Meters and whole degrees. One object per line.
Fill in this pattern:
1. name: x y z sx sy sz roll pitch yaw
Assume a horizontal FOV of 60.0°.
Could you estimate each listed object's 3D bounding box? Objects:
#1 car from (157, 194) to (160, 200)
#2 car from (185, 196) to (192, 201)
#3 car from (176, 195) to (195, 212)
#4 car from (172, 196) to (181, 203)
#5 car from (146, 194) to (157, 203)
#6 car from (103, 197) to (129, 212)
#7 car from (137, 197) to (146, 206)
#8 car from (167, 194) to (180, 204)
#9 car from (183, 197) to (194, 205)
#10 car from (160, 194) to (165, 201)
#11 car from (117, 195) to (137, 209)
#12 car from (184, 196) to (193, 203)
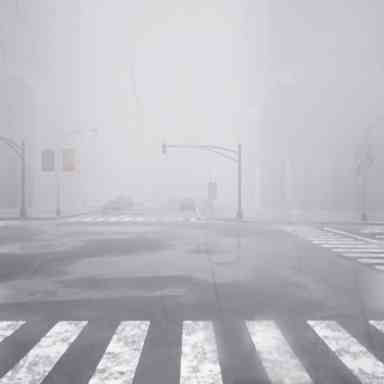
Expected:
1. car: -9.291 1.457 76.885 2.192 1.841 5.009 0 0 0
2. car: -0.853 1.744 93.195 1.887 1.381 4.507 0 0 0
3. car: -0.564 1.469 38.946 1.967 1.590 4.097 0 0 0
4. car: -3.518 1.691 75.798 1.994 1.385 4.181 0 0 0
5. car: -9.261 1.706 71.459 1.802 1.307 4.206 0 0 0
6. car: -9.088 1.594 38.903 1.947 1.339 4.313 0 0 0
7. car: -9.174 1.599 55.011 1.752 1.417 4.829 0 0 0
8. car: -3.366 1.609 65.715 1.837 1.490 4.892 0 -1 0
9. car: -0.679 1.635 60.645 1.887 1.381 4.507 0 0 0
10. car: -9.377 1.744 93.162 1.887 1.381 4.507 0 0 0
11. car: -9.118 1.358 44.330 2.192 1.841 5.009 0 0 0
12. car: -0.737 1.650 71.665 1.752 1.417 4.829 0 0 0
